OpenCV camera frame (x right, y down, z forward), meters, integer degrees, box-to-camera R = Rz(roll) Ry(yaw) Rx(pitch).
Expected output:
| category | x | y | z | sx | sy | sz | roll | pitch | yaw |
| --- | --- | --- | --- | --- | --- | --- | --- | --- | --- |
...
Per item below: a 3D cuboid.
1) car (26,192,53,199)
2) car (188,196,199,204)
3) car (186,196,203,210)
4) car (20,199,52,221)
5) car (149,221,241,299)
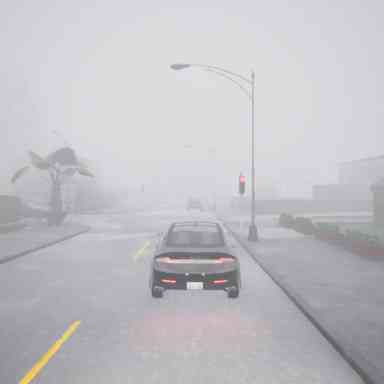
| category | x | y | z | sx | sy | sz | roll | pitch | yaw |
| --- | --- | --- | --- | --- | --- | --- | --- | --- | --- |
| car | -19.576 | 0.985 | 42.937 | 1.905 | 1.878 | 3.866 | 0 | 0 | 35 |
| car | 0.385 | 1.489 | 66.826 | 2.128 | 1.511 | 4.902 | 0 | 0 | 0 |
| car | 0.311 | 1.491 | 42.030 | 2.128 | 1.511 | 4.902 | 0 | 0 | 0 |
| car | -13.312 | 1.526 | 26.619 | 4.674 | 1.442 | 1.812 | 0 | 0 | 1 |
| car | 0.087 | 1.491 | 8.471 | 2.128 | 1.511 | 4.902 | 0 | 0 | 1 |
